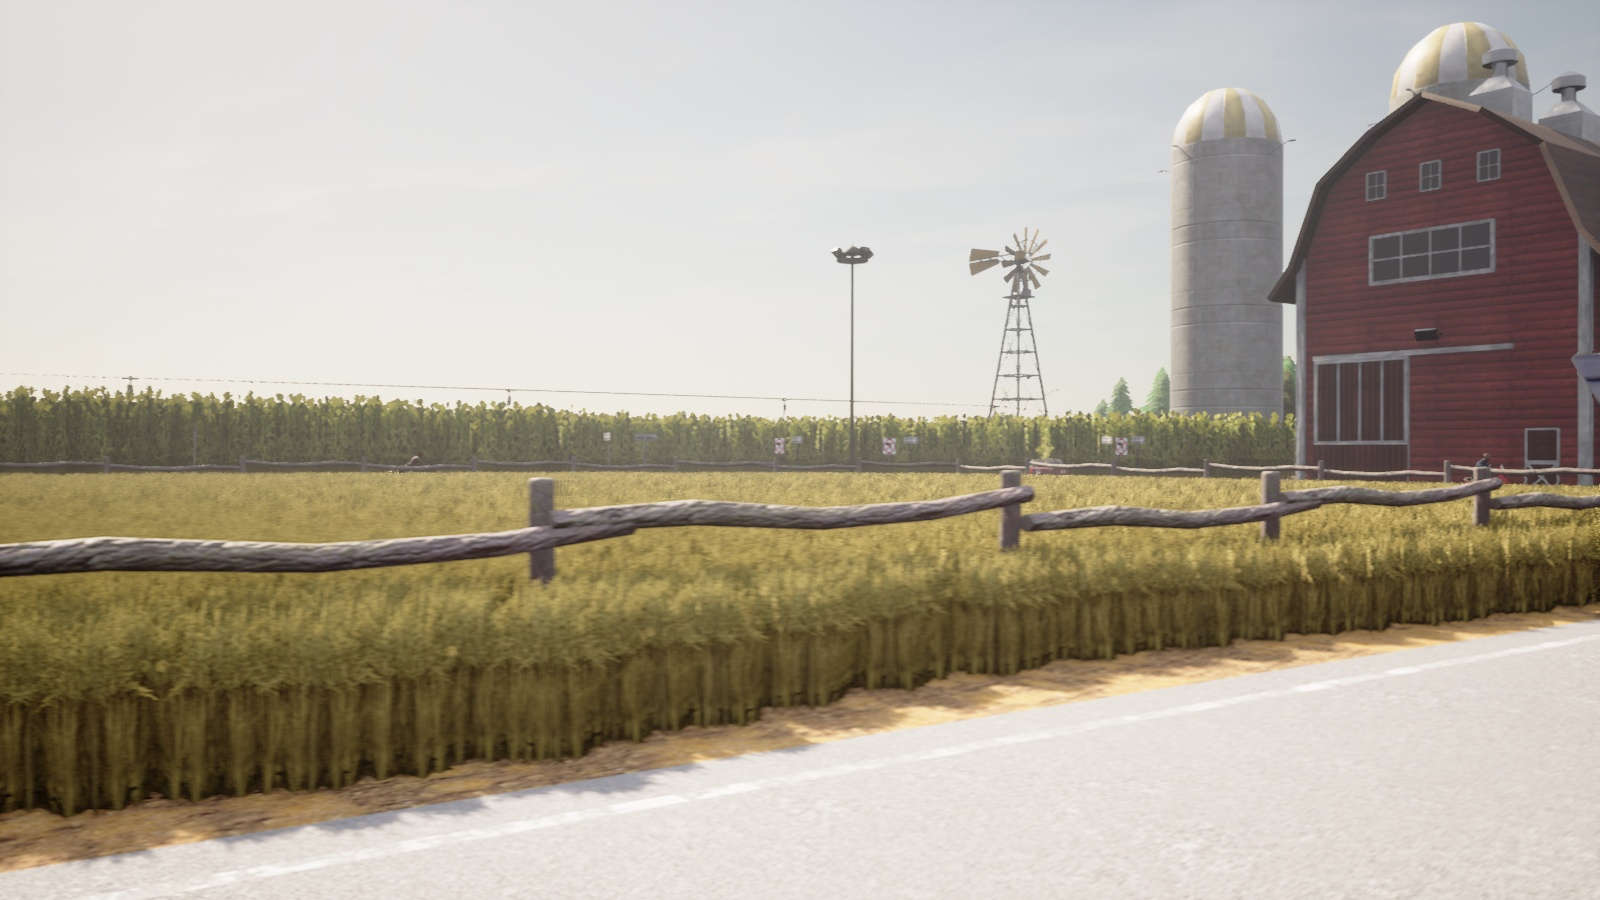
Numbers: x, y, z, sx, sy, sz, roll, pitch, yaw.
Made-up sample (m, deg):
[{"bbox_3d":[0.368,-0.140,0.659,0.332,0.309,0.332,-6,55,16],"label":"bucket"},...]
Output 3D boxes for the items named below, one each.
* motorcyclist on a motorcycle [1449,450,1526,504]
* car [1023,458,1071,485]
[{"bbox_3d":[20.630,0.797,37.703,0.866,1.590,1.817,0,0,-38],"label":"motorcyclist on a motorcycle"},{"bbox_3d":[12.266,1.032,62.655,1.895,1.301,4.718,0,0,6],"label":"car"}]
